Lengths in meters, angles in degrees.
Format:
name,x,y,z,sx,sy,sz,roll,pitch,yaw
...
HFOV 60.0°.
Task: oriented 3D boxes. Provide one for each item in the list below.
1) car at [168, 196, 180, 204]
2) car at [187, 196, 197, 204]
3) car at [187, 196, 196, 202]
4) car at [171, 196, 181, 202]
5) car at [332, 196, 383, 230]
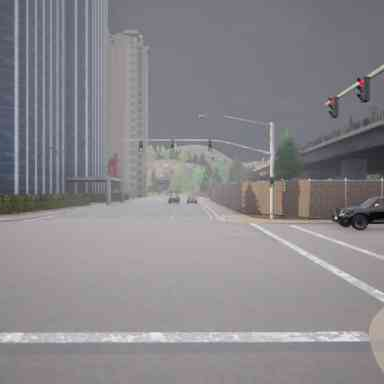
name,x,y,z,sx,sy,sz,roll,pitch,yaw
car,-3.492,1.476,64.177,1.882,1.535,5.008,0,0,0
car,0.010,1.563,64.573,1.994,1.385,4.181,0,0,0
car,-0.104,1.594,74.535,1.895,1.301,4.718,0,0,0
car,-3.603,1.539,74.394,2.033,1.411,5.357,0,0,0
car,11.816,1.276,20.908,5.566,2.045,2.150,0,0,0
